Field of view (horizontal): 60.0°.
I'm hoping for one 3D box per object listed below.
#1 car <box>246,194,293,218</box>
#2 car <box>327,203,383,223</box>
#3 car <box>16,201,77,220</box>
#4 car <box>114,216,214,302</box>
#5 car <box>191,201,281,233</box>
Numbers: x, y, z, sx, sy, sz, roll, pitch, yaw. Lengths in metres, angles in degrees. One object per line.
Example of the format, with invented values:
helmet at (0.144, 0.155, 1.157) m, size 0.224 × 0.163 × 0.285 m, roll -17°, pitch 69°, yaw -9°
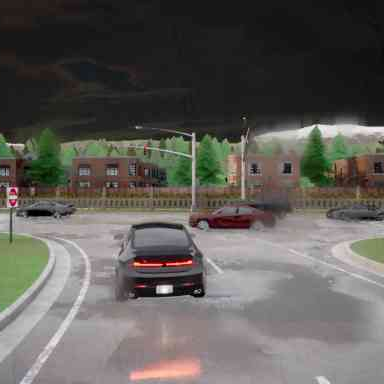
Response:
car at (6.082, 1.221, 29.455) m, size 5.566 × 2.045 × 2.150 m, roll 0°, pitch 0°, yaw 6°
car at (12.515, 1.564, 25.261) m, size 4.181 × 1.385 × 1.994 m, roll 0°, pitch 0°, yaw 6°
car at (-12.164, 1.492, 27.849) m, size 4.902 × 1.511 × 2.128 m, roll 0°, pitch 0°, yaw 6°
car at (-0.885, 1.505, 8.386) m, size 1.837 × 1.490 × 4.892 m, roll 0°, pitch 0°, yaw -9°
car at (2.327, 1.477, 19.291) m, size 5.008 × 1.535 × 1.882 m, roll 0°, pitch 0°, yaw 6°
